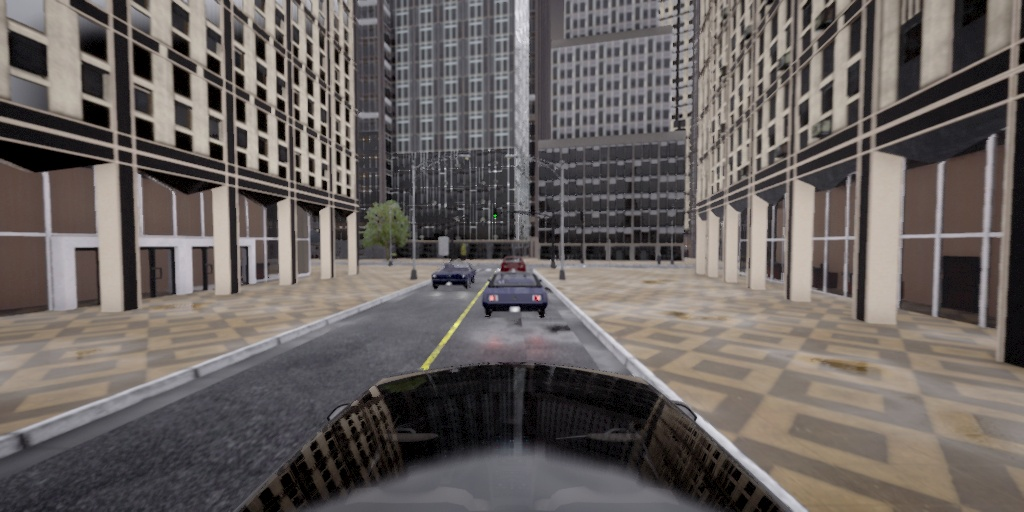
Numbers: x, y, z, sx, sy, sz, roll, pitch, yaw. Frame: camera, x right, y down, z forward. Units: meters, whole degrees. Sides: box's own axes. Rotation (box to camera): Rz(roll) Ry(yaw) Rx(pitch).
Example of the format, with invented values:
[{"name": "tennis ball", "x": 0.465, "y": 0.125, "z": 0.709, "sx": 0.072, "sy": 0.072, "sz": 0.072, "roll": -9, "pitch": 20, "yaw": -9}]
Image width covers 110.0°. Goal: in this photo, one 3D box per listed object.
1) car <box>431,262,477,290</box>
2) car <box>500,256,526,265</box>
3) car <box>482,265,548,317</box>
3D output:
[{"name": "car", "x": -3.087, "y": 1.025, "z": 19.743, "sx": 1.895, "sy": 1.301, "sz": 4.718, "roll": 0, "pitch": 1, "yaw": 0}, {"name": "car", "x": 0.094, "y": 0.754, "z": 28.077, "sx": 1.882, "sy": 1.535, "sz": 5.008, "roll": 0, "pitch": 1, "yaw": 0}, {"name": "car", "x": 0.092, "y": 1.160, "z": 12.207, "sx": 1.895, "sy": 1.301, "sz": 4.718, "roll": 0, "pitch": 1, "yaw": 0}]
